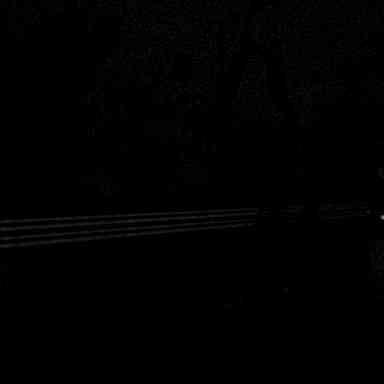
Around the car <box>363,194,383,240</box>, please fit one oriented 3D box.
[{"bbox_3d":[9.939,1.098,14.861,5.566,2.045,2.150,0,0,-34],"label":"car"}]
